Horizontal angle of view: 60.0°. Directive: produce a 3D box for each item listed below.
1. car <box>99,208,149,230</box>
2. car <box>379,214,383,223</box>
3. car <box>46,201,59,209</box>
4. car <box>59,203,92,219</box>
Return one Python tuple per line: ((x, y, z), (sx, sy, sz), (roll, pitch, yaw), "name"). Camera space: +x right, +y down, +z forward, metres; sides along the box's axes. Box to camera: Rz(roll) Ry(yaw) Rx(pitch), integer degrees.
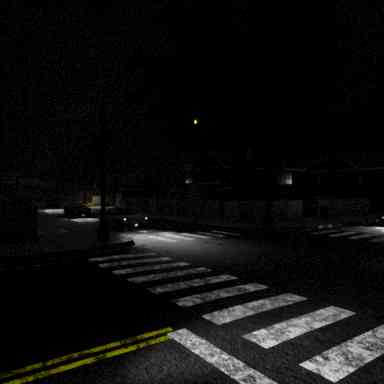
((-4.704, 1.769, 22.591), (1.895, 1.301, 4.718), (0, 0, -34), "car")
((14.570, 1.511, 22.078), (5.357, 1.411, 2.033), (0, 0, -36), "car")
((-21.914, 2.009, 52.535), (1.895, 1.301, 4.718), (0, 0, -26), "car")
((-11.447, 1.801, 33.088), (2.033, 1.411, 5.357), (0, 0, -32), "car")
